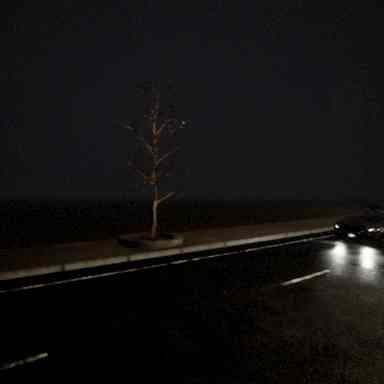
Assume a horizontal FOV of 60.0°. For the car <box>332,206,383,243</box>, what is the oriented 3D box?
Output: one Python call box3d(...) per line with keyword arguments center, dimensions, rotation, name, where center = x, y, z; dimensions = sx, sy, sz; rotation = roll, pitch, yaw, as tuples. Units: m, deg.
box3d(center=(8.587, 1.389, 15.380), dimensions=(5.357, 1.411, 2.033), rotation=(0, 1, -40), name="car")
